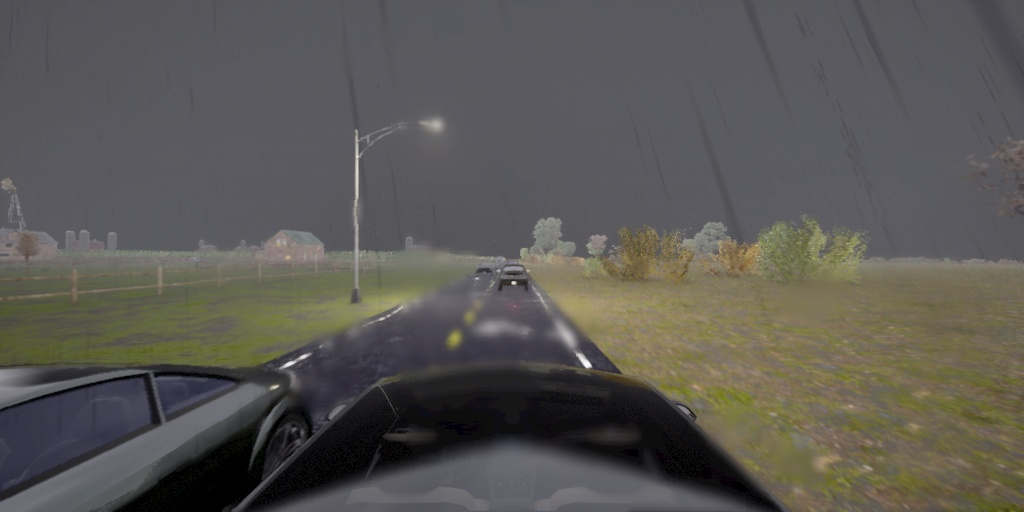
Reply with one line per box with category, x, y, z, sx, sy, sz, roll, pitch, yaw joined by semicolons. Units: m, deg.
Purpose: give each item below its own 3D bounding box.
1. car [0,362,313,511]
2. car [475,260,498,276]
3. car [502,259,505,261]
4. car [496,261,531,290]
car;-2.831;1.314;1.584;1.994;1.385;4.181;0;0;1
car;-2.826;1.390;38.542;1.895;1.301;4.718;0;0;0
car;0.119;1.350;42.791;2.033;1.411;5.357;0;0;0
car;0.109;1.262;22.720;1.837;1.490;4.892;0;1;0
